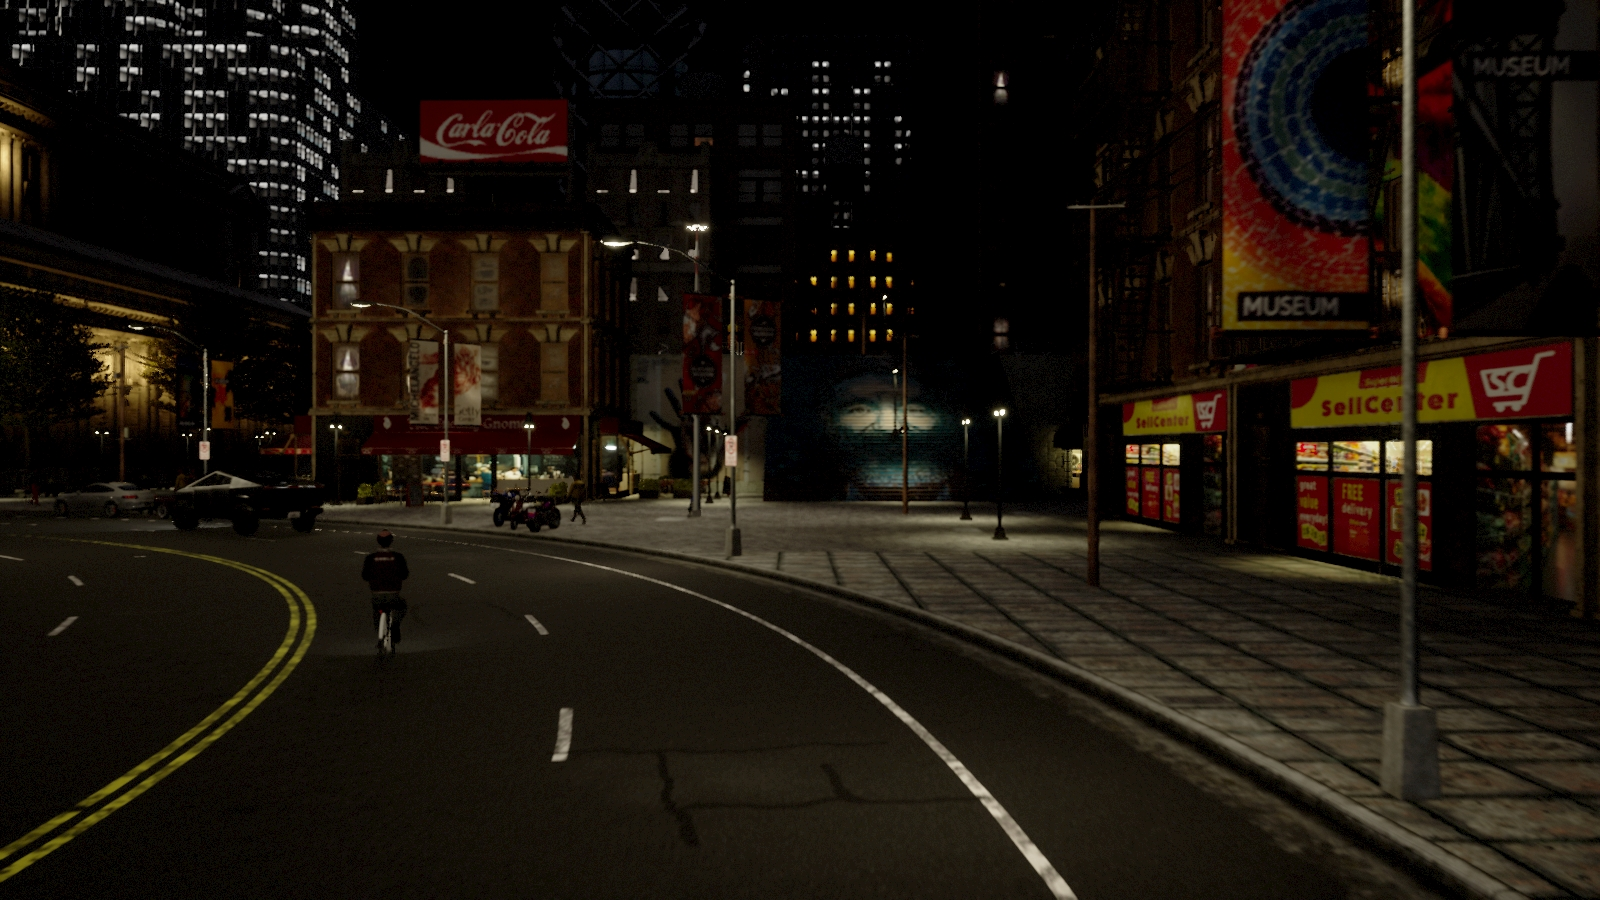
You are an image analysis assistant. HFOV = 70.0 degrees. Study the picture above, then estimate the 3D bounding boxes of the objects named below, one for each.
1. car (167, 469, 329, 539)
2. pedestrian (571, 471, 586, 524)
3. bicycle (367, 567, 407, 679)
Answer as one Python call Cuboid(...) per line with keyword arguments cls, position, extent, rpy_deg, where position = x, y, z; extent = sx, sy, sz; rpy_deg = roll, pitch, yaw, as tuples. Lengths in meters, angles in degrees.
Cuboid(cls="car", position=(-18.878, 1.753, 38.948), extent=(6.274, 2.098, 2.390), rpy_deg=(0, 0, 37))
Cuboid(cls="pedestrian", position=(-7.873, 1.696, 40.584), extent=(0.375, 1.860, 0.375), rpy_deg=(0, 0, 41))
Cuboid(cls="bicycle", position=(-5.373, 2.210, 14.907), extent=(0.329, 1.171, 1.835), rpy_deg=(0, 0, -15))
